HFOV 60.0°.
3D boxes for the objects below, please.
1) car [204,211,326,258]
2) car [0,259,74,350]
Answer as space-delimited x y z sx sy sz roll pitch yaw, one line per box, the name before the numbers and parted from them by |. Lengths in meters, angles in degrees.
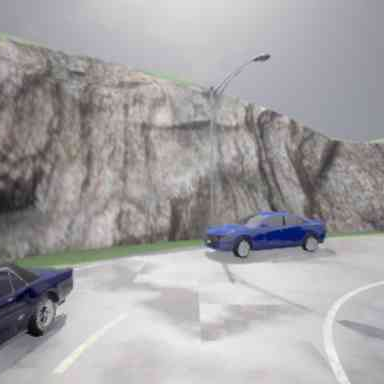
car | 2.883 1.522 13.012 5.008 1.535 1.882 0 0 -24
car | -3.402 1.616 4.084 1.895 1.301 4.718 0 0 8
